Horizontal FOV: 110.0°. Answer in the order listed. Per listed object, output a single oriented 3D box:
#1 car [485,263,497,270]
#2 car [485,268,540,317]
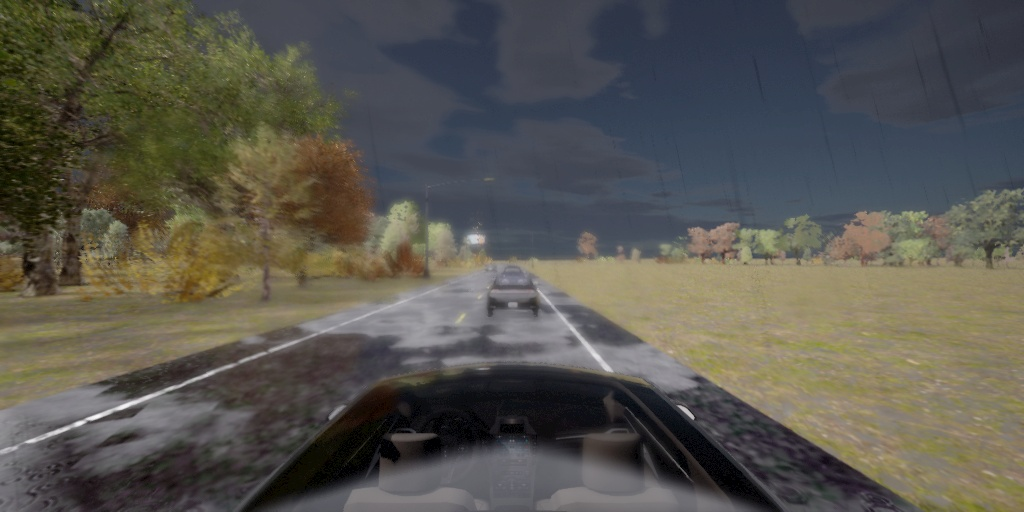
[{"bbox_3d":[-3.534,2.001,60.509,2.128,1.511,4.902,0,-1,1],"label":"car"},{"bbox_3d":[0.049,1.401,14.063,2.128,1.511,4.902,0,-1,0],"label":"car"}]
